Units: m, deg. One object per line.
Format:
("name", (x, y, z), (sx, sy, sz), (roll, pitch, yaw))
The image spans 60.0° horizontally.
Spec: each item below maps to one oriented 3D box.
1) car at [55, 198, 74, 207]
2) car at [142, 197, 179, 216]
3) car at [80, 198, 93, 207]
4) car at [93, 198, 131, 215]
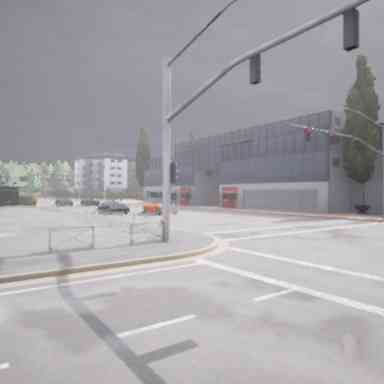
("car", (-20.356, 1.580, 52.927), (2.033, 1.411, 5.357), (0, 0, -34))
("car", (-3.221, 1.393, 33.473), (2.097, 1.767, 4.553), (0, 0, -34))
("car", (-16.356, 1.643, 53.206), (1.895, 1.301, 4.718), (0, 0, -33))
("car", (-8.211, 1.579, 34.622), (2.033, 1.411, 5.357), (0, 0, -34))
